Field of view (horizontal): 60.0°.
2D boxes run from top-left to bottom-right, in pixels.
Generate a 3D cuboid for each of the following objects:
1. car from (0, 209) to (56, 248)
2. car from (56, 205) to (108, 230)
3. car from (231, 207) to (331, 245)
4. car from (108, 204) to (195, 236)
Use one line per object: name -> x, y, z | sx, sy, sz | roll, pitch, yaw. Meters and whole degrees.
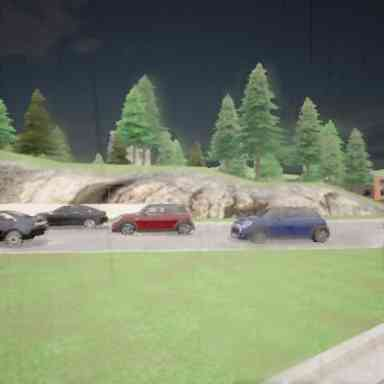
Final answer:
car -> -8.750, 1.523, 14.162 | 4.902, 1.511, 2.128 | 1, 0, -9
car -> -7.866, 1.590, 21.393 | 4.892, 1.490, 1.837 | 0, 0, -8
car -> 4.213, 1.492, 16.114 | 4.553, 1.767, 2.097 | 1, 0, -10
car -> -2.145, 1.460, 18.669 | 4.553, 1.767, 2.097 | 0, 0, -8
